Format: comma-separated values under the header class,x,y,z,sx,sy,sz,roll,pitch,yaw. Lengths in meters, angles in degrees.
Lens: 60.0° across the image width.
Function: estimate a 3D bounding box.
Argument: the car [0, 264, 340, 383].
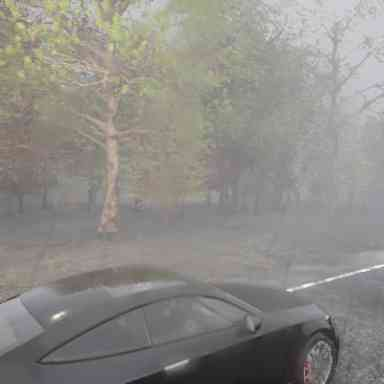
class,x,y,z,sx,sy,sz,roll,pitch,yaw
car,-0.400,1.527,3.460,4.674,1.442,1.812,0,0,-36
